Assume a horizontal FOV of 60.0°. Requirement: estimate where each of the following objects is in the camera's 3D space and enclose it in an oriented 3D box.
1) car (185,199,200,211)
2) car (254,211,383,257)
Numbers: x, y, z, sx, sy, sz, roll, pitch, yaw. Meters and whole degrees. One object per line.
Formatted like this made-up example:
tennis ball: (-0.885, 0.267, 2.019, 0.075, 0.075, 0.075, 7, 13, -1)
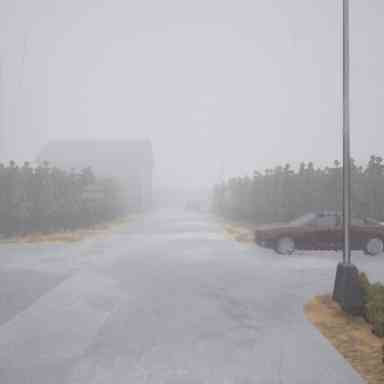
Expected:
car: (0.072, 1.908, 49.524, 2.097, 1.767, 4.553, 0, -1, 0)
car: (4.822, 1.442, 12.281, 5.008, 1.535, 1.882, 1, -1, 0)
